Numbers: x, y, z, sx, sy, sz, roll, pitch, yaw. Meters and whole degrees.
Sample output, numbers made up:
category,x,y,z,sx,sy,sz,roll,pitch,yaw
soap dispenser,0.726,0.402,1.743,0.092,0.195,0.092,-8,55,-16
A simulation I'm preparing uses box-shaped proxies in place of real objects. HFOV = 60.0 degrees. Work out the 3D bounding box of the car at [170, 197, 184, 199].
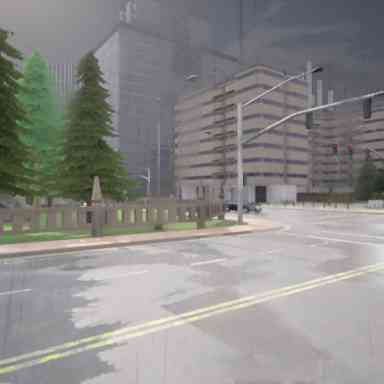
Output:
category,x,y,z,sx,sy,sz,roll,pitch,yaw
car,-1.827,1.472,45.518,1.882,1.535,5.008,0,0,-36

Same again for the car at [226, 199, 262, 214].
category,x,y,z,sx,sy,sz,roll,pitch,yaw
car,5.285,1.486,35.514,2.128,1.511,4.902,0,0,-35
